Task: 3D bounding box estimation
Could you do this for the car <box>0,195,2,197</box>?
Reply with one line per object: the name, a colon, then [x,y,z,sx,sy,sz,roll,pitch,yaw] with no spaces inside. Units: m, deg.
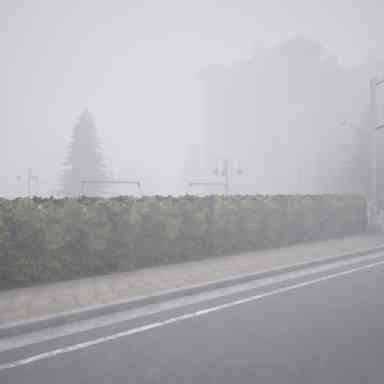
car: [-40.232,1.374,67.297,3.633,1.501,1.845,0,0,-37]
